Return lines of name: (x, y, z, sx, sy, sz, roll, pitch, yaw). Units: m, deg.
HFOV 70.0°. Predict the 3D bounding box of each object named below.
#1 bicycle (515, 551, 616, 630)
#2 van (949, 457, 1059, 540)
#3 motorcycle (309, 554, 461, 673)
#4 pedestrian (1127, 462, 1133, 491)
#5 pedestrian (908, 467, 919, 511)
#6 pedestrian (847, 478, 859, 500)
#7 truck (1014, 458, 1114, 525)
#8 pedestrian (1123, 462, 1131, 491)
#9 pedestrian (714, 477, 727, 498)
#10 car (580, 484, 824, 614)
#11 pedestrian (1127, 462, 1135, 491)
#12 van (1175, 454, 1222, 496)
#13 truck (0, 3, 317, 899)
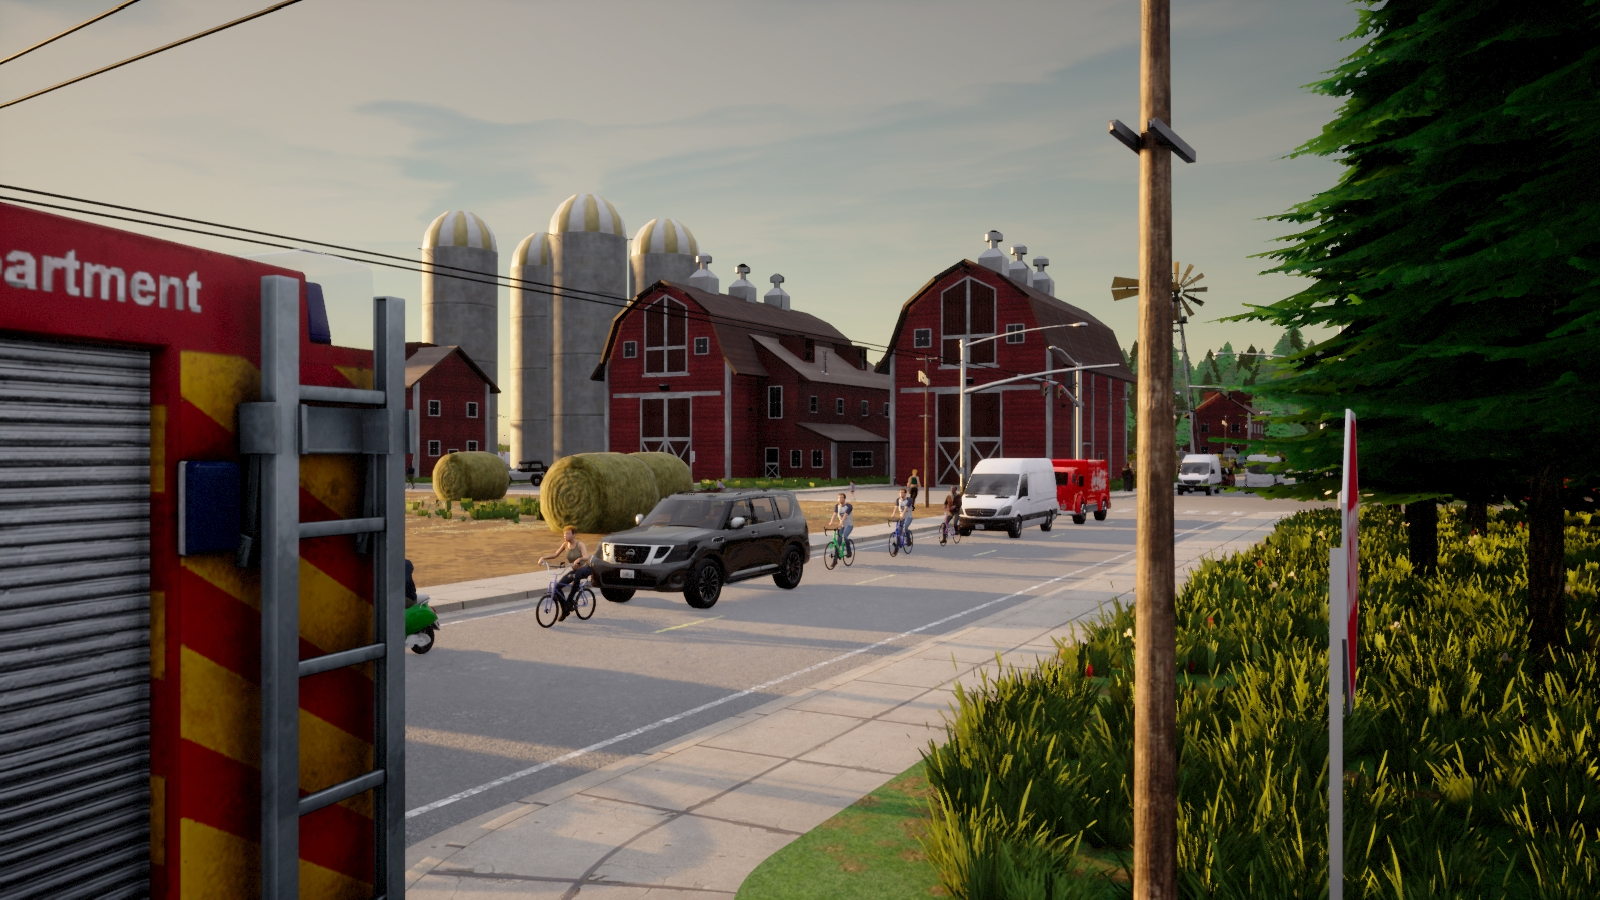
bicycle: (-3.795, 2.256, 18.603, 0.859, 1.080, 1.487, 0, 0, 28)
van: (7.076, 1.534, 38.960, 1.988, 2.561, 5.915, 0, 0, 28)
motorcycle: (-5.533, 2.142, 15.333, 0.856, 1.316, 1.805, 0, 0, 28)
pedestrian: (21.169, 1.696, 73.304, 0.375, 1.860, 0.375, 0, 0, 14)
pedestrian: (4.850, 1.676, 49.013, 0.375, 1.860, 0.375, 0, 0, 22)
pedestrian: (2.786, 2.051, 60.125, 0.500, 1.100, 0.500, 0, 0, 29)
truck: (10.572, 1.568, 45.383, 2.627, 2.467, 5.204, 0, 0, 28)
pedestrian: (20.825, 1.695, 72.798, 0.375, 1.860, 0.375, 0, 0, 43)
pedestrian: (-4.315, 2.052, 62.349, 0.500, 1.100, 0.500, 0, 0, 41)
car: (-1.722, 1.779, 22.449, 2.150, 2.045, 5.566, 0, 0, 27)
pedestrian: (21.431, 1.694, 73.975, 0.375, 1.860, 0.375, 0, 0, 32)
van: (25.690, 1.534, 73.536, 1.988, 2.561, 5.915, 0, 0, 28)
truck: (-6.010, 0.867, 3.749, 8.468, 3.827, 2.891, 0, 0, 20)
